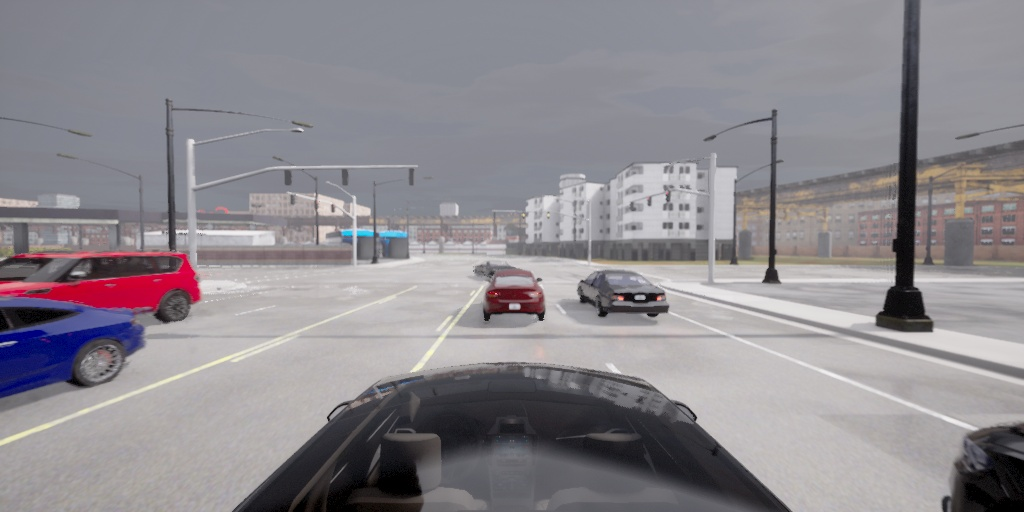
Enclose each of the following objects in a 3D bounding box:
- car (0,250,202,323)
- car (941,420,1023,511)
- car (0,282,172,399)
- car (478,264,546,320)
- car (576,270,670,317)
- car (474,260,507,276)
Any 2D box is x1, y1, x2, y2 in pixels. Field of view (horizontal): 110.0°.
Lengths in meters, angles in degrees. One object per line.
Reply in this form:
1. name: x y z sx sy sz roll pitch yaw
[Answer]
1. car: -10.576 0.892 8.641 2.150 2.045 5.566 0 0 0
2. car: 3.605 1.255 0.150 2.128 1.511 4.902 0 0 0
3. car: -7.088 1.253 4.123 1.812 1.442 4.674 0 1 0
4. car: 0.061 1.160 11.947 1.812 1.442 4.674 0 1 0
5. car: 3.576 1.178 12.527 2.033 1.411 5.357 0 1 0
6. car: -1.419 0.961 26.438 1.895 1.301 4.718 0 1 -21
